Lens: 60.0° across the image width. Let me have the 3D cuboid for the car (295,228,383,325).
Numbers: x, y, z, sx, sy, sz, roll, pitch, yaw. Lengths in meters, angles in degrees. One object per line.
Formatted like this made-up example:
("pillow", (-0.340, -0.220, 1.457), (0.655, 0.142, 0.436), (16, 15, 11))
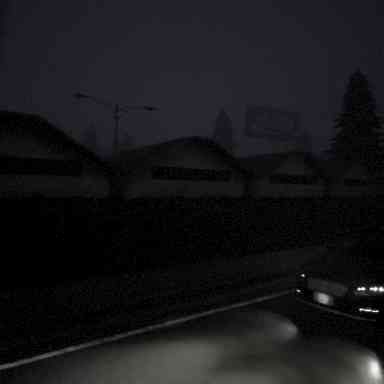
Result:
("car", (4.200, 1.554, 7.050), (4.902, 1.511, 2.128), (1, 0, -36))
